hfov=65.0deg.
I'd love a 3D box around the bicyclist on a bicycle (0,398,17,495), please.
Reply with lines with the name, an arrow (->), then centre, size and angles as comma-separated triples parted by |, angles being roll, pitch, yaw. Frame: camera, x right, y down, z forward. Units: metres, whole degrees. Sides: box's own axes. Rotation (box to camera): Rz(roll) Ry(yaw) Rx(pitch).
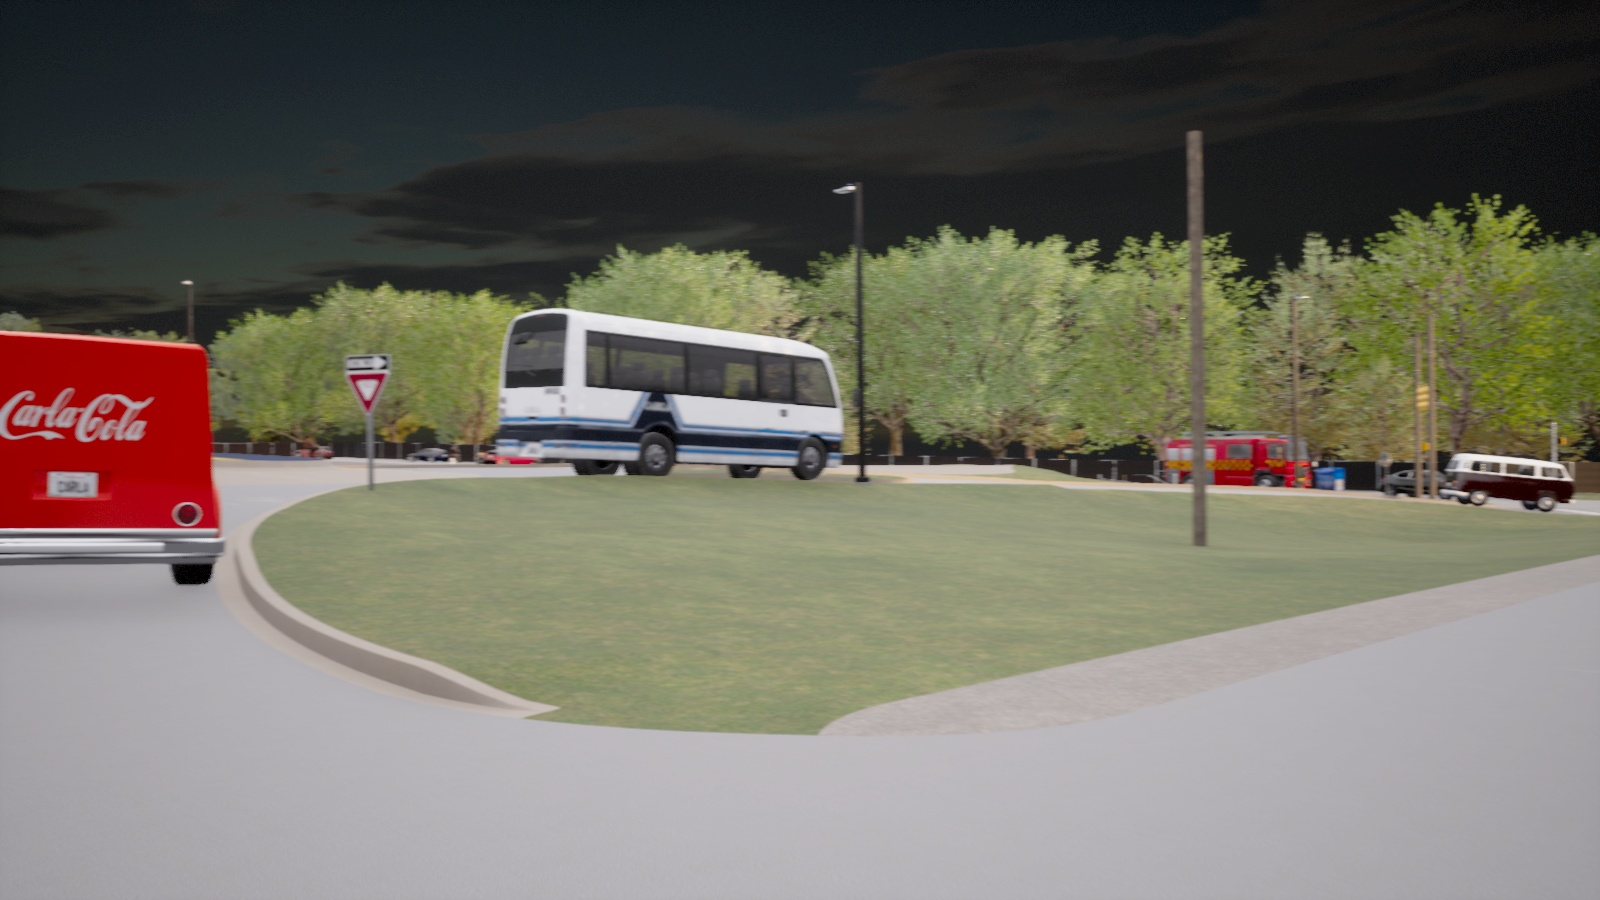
bicyclist on a bicycle -> -15.420, -0.050, 22.951 | 1.843, 1.776, 0.659 | 0, -1, -34

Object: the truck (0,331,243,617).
truck -> -7.641, 0.066, 13.348 | 2.627, 2.467, 5.204 | 2, 3, -29

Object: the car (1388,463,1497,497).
car -> 35.233, 1.635, 69.015 | 2.152, 1.651, 5.027 | -1, 1, -28

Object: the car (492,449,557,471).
car -> -20.373, 0.754, 92.911 | 2.007, 1.525, 4.514 | 0, -2, 34

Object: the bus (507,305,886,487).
bus -> -2.565, -1.203, 35.049 | 10.273, 4.253, 3.944 | 2, -1, -44

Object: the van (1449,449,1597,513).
van -> 28.363, 1.185, 49.416 | 4.480, 2.038, 2.069 | 5, 1, 11

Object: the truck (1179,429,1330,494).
truck -> 28.385, 0.642, 78.774 | 2.891, 3.827, 8.468 | -2, 1, -44
